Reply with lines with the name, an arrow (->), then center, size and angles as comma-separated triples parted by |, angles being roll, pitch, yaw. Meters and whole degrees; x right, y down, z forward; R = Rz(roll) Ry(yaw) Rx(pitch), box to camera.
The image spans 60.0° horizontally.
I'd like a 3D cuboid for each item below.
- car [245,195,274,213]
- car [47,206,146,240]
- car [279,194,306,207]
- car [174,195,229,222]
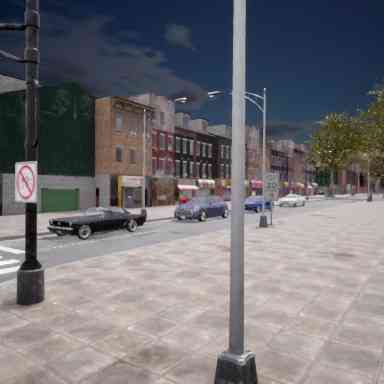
car -> 5.992, 1.049, 30.906 | 1.882, 1.535, 5.008 | 1, 1, 35
car -> -4.487, 1.408, 16.229 | 1.895, 1.301, 4.718 | 1, 1, 35
car -> 11.822, 0.979, 39.040 | 1.812, 1.442, 4.674 | 1, 1, 36
car -> 0.725, 1.038, 23.530 | 2.097, 1.767, 4.553 | 1, 1, 35
